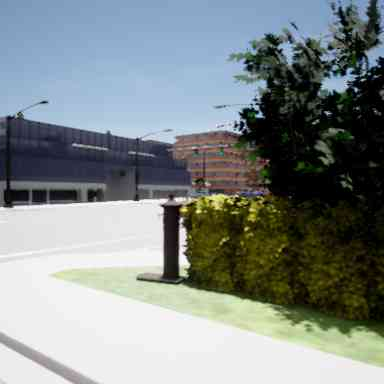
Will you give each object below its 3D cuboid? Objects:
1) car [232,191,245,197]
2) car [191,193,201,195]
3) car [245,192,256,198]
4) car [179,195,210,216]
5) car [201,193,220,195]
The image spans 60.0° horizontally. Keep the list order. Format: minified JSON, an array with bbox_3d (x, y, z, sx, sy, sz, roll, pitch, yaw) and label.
[{"bbox_3d":[9.971,0.521,67.614,2.033,1.411,5.357,1,1,35],"label":"car"},{"bbox_3d":[0.773,0.865,54.633,2.033,1.411,5.357,1,2,35],"label":"car"},{"bbox_3d":[12.971,0.475,65.818,1.882,1.535,5.008,1,1,35],"label":"car"},{"bbox_3d":[0.379,1.304,29.560,1.882,1.535,5.008,1,1,35],"label":"car"},{"bbox_3d":[3.753,0.901,52.791,1.994,1.385,4.181,1,2,35],"label":"car"}]
